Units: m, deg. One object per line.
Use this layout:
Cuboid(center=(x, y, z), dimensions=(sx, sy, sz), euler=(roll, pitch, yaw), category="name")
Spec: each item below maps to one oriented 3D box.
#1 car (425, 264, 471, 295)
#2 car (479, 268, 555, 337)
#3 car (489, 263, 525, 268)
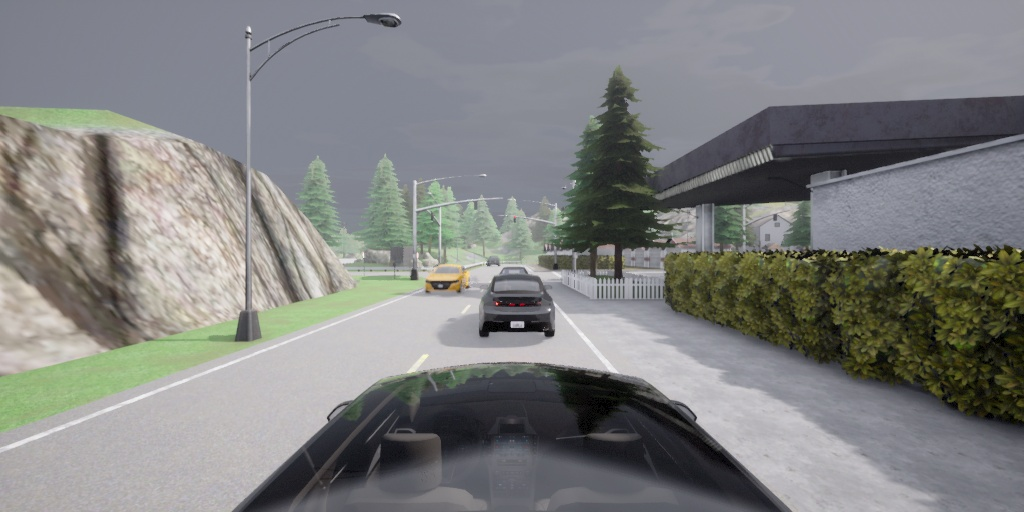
Cuboid(center=(-3.504, 1.226, 20.201), dimensions=(1.882, 1.535, 5.008), euler=(0, 0, 1), category="car")
Cuboid(center=(0.120, 1.254, 10.254), dimensions=(1.837, 1.490, 4.892), euler=(0, 0, 0), category="car")
Cuboid(center=(0.115, 1.296, 19.993), dimensions=(2.033, 1.411, 5.357), euler=(0, 0, 2), category="car")
